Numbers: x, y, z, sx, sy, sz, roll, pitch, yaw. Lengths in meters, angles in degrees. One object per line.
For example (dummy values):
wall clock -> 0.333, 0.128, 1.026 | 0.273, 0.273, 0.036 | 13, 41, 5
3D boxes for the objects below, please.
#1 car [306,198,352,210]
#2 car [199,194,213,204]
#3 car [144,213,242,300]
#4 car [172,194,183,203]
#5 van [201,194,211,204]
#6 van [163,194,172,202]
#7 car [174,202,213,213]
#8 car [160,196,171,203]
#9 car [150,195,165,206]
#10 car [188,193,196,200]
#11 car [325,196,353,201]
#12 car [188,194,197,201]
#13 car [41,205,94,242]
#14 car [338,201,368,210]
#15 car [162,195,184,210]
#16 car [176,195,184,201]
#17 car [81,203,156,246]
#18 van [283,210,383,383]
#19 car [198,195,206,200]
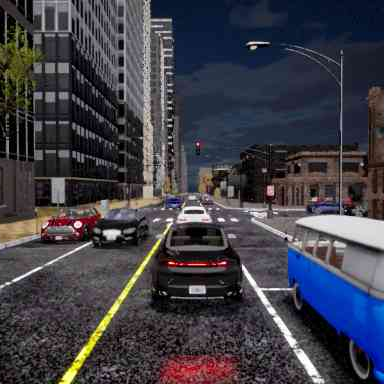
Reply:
car -> 14.850, 1.684, 36.849 | 4.181, 1.385, 1.994 | 1, 1, 1
car -> 2.732, 1.425, 59.712 | 1.967, 1.590, 4.097 | -1, 0, 0
car -> 0.105, 1.502, 8.382 | 1.837, 1.490, 4.892 | 0, 0, 0
car -> -2.935, 1.336, 69.447 | 2.097, 1.767, 4.553 | 0, 0, 0
van -> 2.736, 1.325, 65.356 | 1.690, 1.788, 3.998 | -1, 0, 0
van -> -5.601, 1.323, 76.707 | 1.690, 1.788, 3.998 | -1, 0, 0
car -> 0.111, 1.520, 18.739 | 1.812, 1.442, 4.674 | 0, 0, 0
car -> -5.603, 1.549, 71.063 | 1.947, 1.339, 4.313 | -1, 0, 0
car -> -5.790, 1.512, 53.960 | 1.752, 1.417, 4.829 | -1, 0, 0
car -> 0.084, 1.257, 91.027 | 2.097, 1.767, 4.553 | 0, 0, 0
car -> 16.563, 1.411, 39.410 | 5.009, 1.841, 2.192 | 1, 0, 1
car -> 0.075, 1.504, 81.023 | 1.812, 1.442, 4.674 | 0, 0, 0
car -> -5.689, 1.435, 16.183 | 1.967, 1.590, 4.097 | -1, 0, 0
car -> 16.446, 1.793, 31.034 | 4.313, 1.339, 1.947 | 1, 0, 1
car -> -2.496, 1.513, 43.702 | 1.812, 1.442, 4.674 | 0, 0, -8
car -> -2.923, 1.526, 82.087 | 1.994, 1.385, 4.181 | 0, 0, 0
car -> -3.088, 1.487, 15.207 | 2.128, 1.511, 4.902 | 0, 0, 0
van -> 2.680, 1.340, 5.091 | 1.690, 1.788, 3.998 | -1, 0, 0
car -> 2.765, 1.531, 93.576 | 2.008, 1.369, 4.403 | -1, 0, 0
